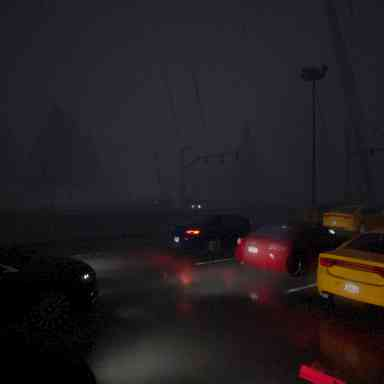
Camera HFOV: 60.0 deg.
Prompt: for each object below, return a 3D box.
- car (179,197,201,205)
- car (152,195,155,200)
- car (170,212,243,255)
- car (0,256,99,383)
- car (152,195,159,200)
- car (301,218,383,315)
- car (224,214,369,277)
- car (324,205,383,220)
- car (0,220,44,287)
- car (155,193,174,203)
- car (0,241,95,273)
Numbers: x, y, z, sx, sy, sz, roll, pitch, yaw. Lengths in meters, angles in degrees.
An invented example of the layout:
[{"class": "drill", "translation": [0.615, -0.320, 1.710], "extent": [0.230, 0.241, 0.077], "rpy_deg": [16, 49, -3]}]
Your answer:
[{"class": "car", "translation": [-0.466, 1.547, 57.958], "extent": [2.033, 1.411, 5.357], "rpy_deg": [0, 0, -27]}, {"class": "car", "translation": [-8.317, 1.524, 79.106], "extent": [1.812, 1.442, 4.674], "rpy_deg": [0, 0, -13]}, {"class": "car", "translation": [1.349, 1.526, 13.200], "extent": [4.674, 1.442, 1.812], "rpy_deg": [0, 0, -35]}, {"class": "car", "translation": [-2.928, 1.505, 1.645], "extent": [4.892, 1.490, 1.837], "rpy_deg": [0, 0, -35]}, {"class": "car", "translation": [-10.301, 1.552, 93.476], "extent": [1.994, 1.385, 4.181], "rpy_deg": [0, 0, -6]}, {"class": "car", "translation": [4.738, 1.478, 7.033], "extent": [5.008, 1.535, 1.882], "rpy_deg": [0, 0, -35]}, {"class": "car", "translation": [3.324, 1.564, 10.309], "extent": [4.181, 1.385, 1.994], "rpy_deg": [0, 0, -35]}, {"class": "car", "translation": [9.525, 1.478, 18.891], "extent": [5.008, 1.535, 1.882], "rpy_deg": [0, 0, -35]}, {"class": "car", "translation": [-6.515, 1.547, 7.714], "extent": [5.357, 1.411, 2.033], "rpy_deg": [0, 0, -35]}, {"class": "car", "translation": [-5.387, 1.222, 69.063], "extent": [2.150, 2.045, 5.566], "rpy_deg": [0, 0, -20]}, {"class": "car", "translation": [-3.974, 1.492, 5.192], "extent": [4.902, 1.511, 2.128], "rpy_deg": [0, 0, -35]}]
